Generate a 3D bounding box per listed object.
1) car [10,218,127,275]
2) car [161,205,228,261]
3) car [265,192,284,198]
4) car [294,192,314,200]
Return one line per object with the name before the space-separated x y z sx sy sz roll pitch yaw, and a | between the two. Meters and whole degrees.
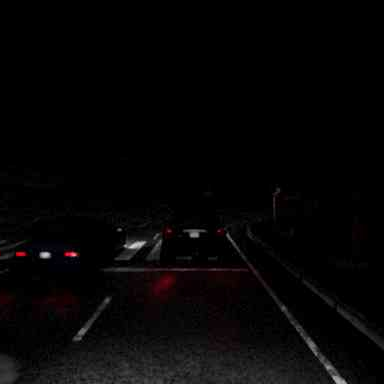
car | -3.425 1.512 10.303 2.033 1.411 5.357 0 0 0
car | 0.098 1.303 12.224 2.097 1.767 4.553 0 0 1
car | 16.071 0.522 65.149 1.994 1.385 4.181 -1 2 -23
car | 20.666 0.608 61.458 1.812 1.442 4.674 0 2 -15
